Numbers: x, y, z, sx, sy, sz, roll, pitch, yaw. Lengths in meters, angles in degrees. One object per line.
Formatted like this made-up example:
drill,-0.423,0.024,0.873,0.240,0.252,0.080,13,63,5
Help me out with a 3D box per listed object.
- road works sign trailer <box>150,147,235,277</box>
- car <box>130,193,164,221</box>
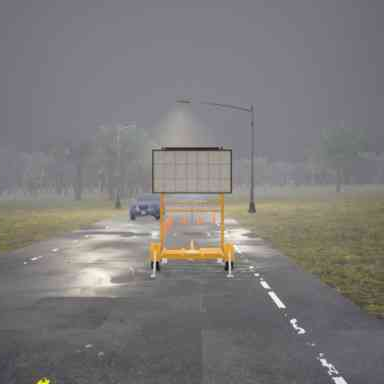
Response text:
road works sign trailer,0.006,0.446,10.160,2.380,3.560,2.880,0,0,0
car,-3.479,1.126,26.576,2.150,2.045,5.566,0,0,0
